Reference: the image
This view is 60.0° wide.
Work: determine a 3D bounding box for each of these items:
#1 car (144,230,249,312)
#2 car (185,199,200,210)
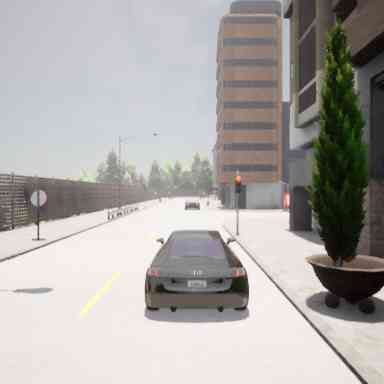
[{"bbox_3d":[0.085,1.559,7.772,1.994,1.385,4.181,0,0,0],"label":"car"},{"bbox_3d":[0.032,1.575,42.644,1.895,1.301,4.718,0,0,-1],"label":"car"}]
